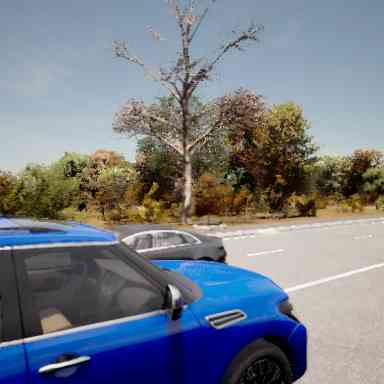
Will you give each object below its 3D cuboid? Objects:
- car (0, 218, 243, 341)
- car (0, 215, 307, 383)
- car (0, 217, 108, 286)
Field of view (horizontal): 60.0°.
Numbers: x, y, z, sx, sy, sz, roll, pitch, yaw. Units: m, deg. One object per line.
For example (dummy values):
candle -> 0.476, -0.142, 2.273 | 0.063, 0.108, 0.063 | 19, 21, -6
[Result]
car -> -1.403, 1.499, 7.324 | 4.902, 1.511, 2.128 | 0, 0, -36
car -> -1.440, 1.225, 2.752 | 5.566, 2.045, 2.150 | 0, 0, -36
car -> -5.197, 1.558, 8.898 | 5.357, 1.411, 2.033 | 0, 0, -36
